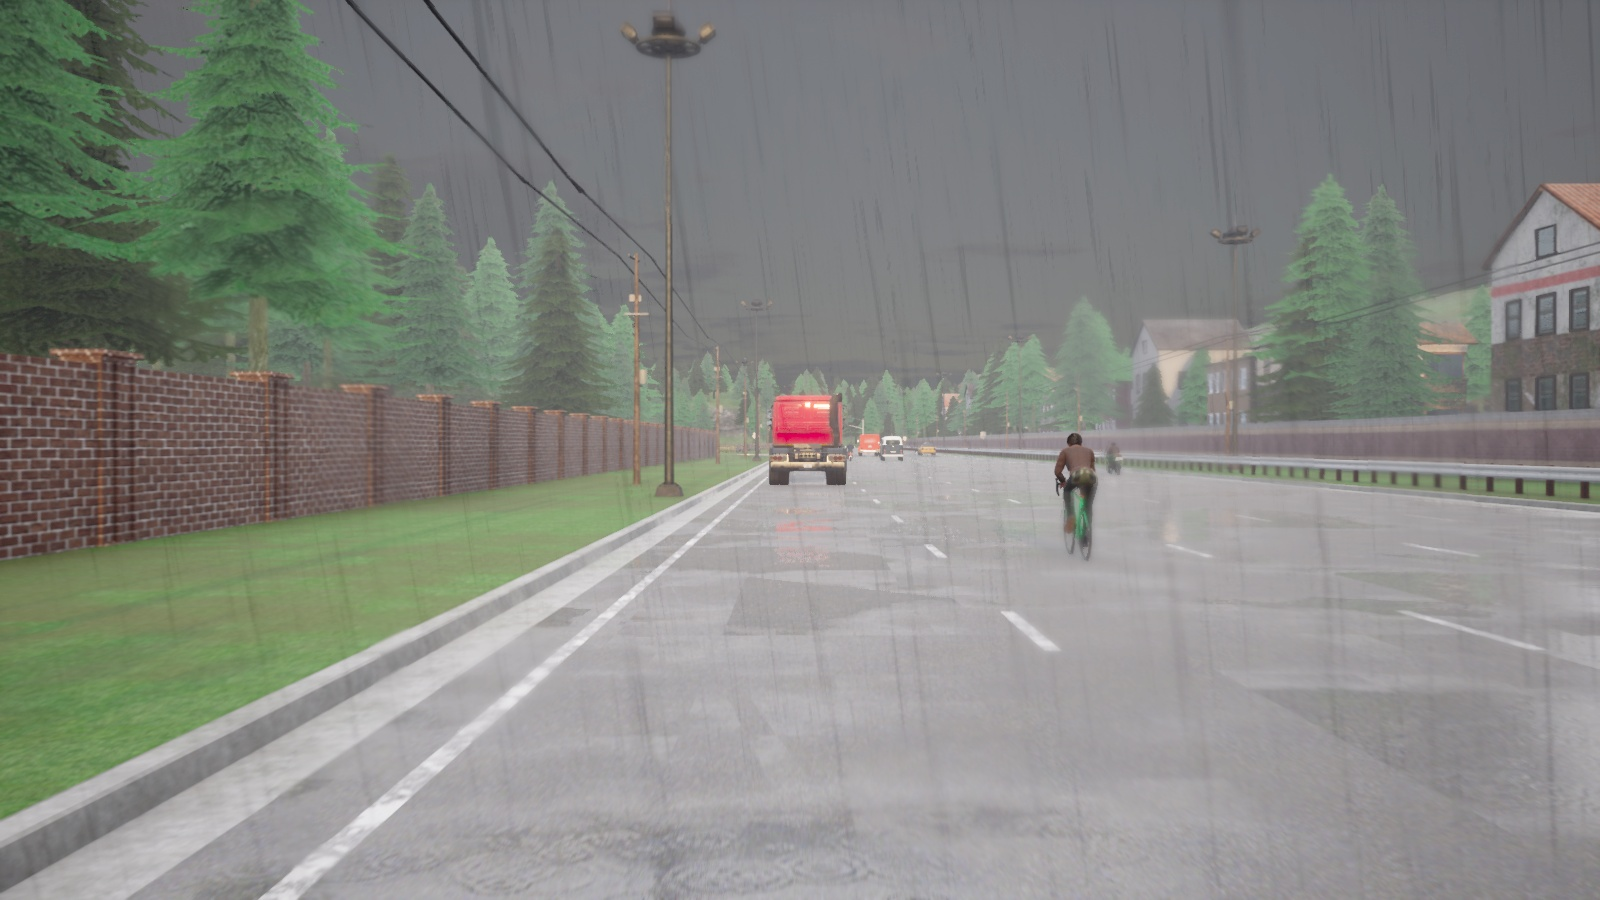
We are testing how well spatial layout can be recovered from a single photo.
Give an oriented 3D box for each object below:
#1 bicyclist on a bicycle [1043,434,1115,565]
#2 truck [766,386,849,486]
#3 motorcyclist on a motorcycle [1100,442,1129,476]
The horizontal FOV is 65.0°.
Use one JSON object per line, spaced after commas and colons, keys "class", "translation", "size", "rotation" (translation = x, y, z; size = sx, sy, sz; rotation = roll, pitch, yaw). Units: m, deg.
{"class": "bicyclist on a bicycle", "translation": [3.609, 0.610, 16.356], "size": [0.582, 1.620, 1.656], "rotation": [0, 0, 0]}
{"class": "truck", "translation": [0.287, -0.503, 47.542], "size": [2.891, 3.462, 7.936], "rotation": [0, 0, 0]}
{"class": "motorcyclist on a motorcycle", "translation": [14.343, 0.417, 57.350], "size": [0.797, 1.523, 2.044], "rotation": [0, 0, 0]}
